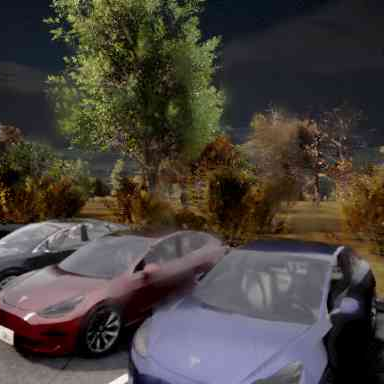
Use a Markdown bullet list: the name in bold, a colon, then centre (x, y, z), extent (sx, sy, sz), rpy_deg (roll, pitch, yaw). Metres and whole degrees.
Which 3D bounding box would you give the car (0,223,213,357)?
- **car**: centre (-1.028, 1.469, 6.301), extent (2.163, 1.488, 4.792), rpy_deg (1, 0, 36)

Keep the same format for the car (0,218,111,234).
- **car**: centre (-3.203, 1.415, 7.898), extent (2.231, 1.521, 4.892), rpy_deg (1, 0, 36)

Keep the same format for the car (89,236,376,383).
- **car**: centre (1.271, 1.495, 4.661), extent (2.163, 1.488, 4.792), rpy_deg (1, 0, 36)
